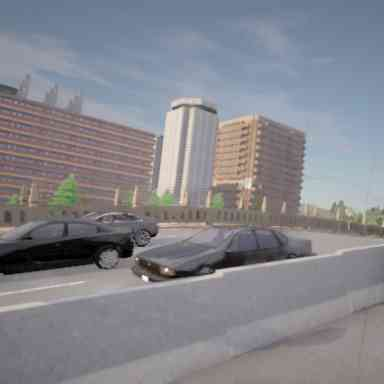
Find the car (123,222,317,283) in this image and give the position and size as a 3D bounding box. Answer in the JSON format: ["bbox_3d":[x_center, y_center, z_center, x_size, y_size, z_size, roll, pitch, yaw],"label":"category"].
[{"bbox_3d":[1.130,1.623,9.044,5.357,1.411,2.033,2,-1,-35],"label":"car"}]

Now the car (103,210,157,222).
[{"bbox_3d":[-3.762,1.545,14.161,4.902,1.511,2.128,1,-1,-35],"label":"car"}]

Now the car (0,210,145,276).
[{"bbox_3d":[-4.137,1.493,9.615,5.008,1.535,1.882,1,0,-35],"label":"car"}]
